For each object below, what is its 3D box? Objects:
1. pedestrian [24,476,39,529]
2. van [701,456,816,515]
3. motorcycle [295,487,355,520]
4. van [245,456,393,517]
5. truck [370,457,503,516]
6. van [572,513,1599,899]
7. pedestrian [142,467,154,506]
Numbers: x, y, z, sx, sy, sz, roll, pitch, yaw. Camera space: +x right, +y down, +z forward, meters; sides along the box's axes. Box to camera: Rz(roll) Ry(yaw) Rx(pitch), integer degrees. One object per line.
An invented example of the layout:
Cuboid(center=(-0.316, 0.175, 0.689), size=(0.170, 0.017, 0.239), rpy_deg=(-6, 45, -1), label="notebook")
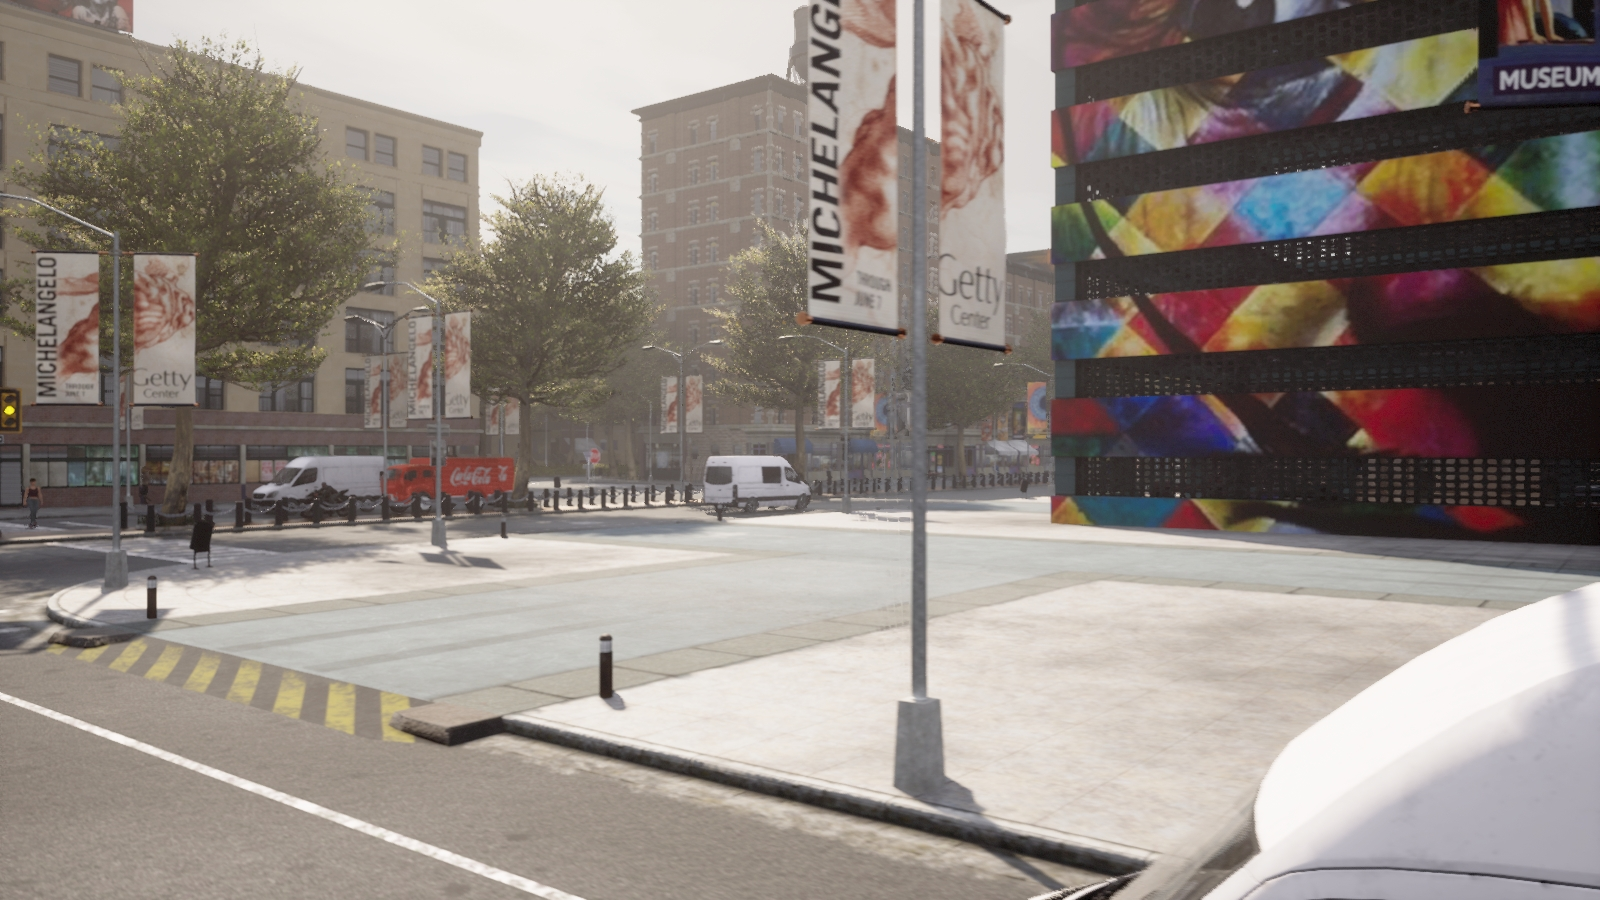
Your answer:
Cuboid(center=(-27.346, 1.876, 40.656), size=(0.375, 1.860, 0.375), rpy_deg=(0, 0, 44), label="pedestrian")
Cuboid(center=(-1.830, 1.557, 52.575), size=(1.988, 2.561, 5.915), rpy_deg=(0, 0, 38), label="van")
Cuboid(center=(-19.906, 2.232, 47.925), size=(0.867, 1.251, 2.209), rpy_deg=(0, 0, 38), label="motorcycle")
Cuboid(center=(-21.575, 1.564, 51.486), size=(1.988, 2.561, 5.915), rpy_deg=(0, 0, 38), label="van")
Cuboid(center=(-16.555, 1.593, 52.280), size=(2.627, 2.467, 5.204), rpy_deg=(0, 0, 38), label="truck")
Cuboid(center=(2.392, 1.535, 2.076), size=(5.915, 2.561, 1.988), rpy_deg=(0, 0, 35), label="van")
Cuboid(center=(-31.330, 1.732, 54.918), size=(0.375, 1.860, 0.375), rpy_deg=(0, 0, 38), label="pedestrian")
